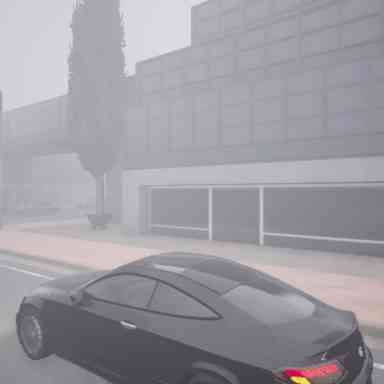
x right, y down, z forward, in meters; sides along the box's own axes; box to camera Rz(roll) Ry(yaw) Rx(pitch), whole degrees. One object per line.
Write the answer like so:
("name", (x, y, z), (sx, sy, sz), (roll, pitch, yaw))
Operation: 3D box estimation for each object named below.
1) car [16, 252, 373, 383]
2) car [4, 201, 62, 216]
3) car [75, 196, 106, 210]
("car", (-0.355, 1.526, 4.238), (4.674, 1.442, 1.812), (0, 0, 36))
("car", (-15.614, 1.601, 33.140), (1.895, 1.301, 4.718), (0, 0, 36))
("car", (-12.761, 1.351, 43.098), (2.097, 1.767, 4.553), (0, 0, 36))
